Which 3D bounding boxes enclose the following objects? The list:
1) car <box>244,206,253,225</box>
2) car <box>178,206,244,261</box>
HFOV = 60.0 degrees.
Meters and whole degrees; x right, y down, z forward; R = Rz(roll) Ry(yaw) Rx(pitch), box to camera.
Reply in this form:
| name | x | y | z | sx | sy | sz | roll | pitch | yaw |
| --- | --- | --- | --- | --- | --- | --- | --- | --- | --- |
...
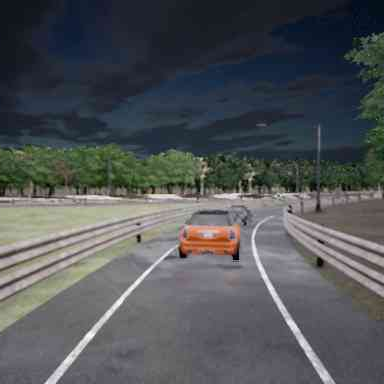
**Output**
| name | x | y | z | sx | sy | sz | roll | pitch | yaw |
| --- | --- | --- | --- | --- | --- | --- | --- | --- | --- |
| car | 3.707 | 1.805 | 26.587 | 2.033 | 1.411 | 5.357 | 0 | 0 | 17 |
| car | 0.862 | 1.475 | 13.070 | 2.097 | 1.767 | 4.553 | 0 | -1 | 9 |
